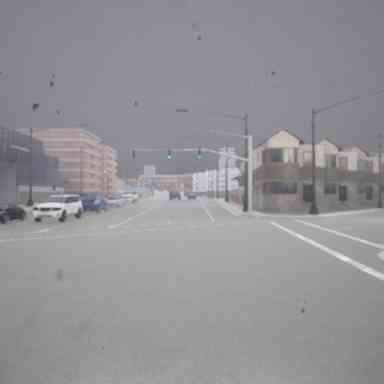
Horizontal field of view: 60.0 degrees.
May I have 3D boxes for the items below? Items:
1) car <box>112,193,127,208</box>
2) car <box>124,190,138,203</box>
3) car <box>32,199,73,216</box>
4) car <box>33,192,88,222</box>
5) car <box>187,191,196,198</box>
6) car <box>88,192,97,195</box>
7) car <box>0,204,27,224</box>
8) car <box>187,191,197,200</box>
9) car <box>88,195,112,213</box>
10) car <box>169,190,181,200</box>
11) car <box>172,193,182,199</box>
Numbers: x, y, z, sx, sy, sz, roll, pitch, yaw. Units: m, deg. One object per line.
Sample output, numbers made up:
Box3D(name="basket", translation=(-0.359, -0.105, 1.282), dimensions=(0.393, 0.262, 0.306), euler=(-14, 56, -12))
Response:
Box3D(name="car", translation=(-10.597, 1.329, 45.611), dimensions=(1.812, 1.442, 4.674), euler=(0, 1, 0))
Box3D(name="car", translation=(-10.547, 0.769, 56.327), dimensions=(2.150, 2.045, 5.566), euler=(0, 1, 0))
Box3D(name="car", translation=(-14.104, 1.531, 34.021), dimensions=(2.033, 1.411, 5.357), euler=(0, 1, 0))
Box3D(name="car", translation=(-10.603, 1.230, 26.789), dimensions=(2.150, 2.045, 5.566), euler=(0, 0, 1))
Box3D(name="car", translation=(-0.012, 0.659, 79.217), dimensions=(2.097, 1.767, 4.553), euler=(0, -1, 0))
Box3D(name="car", translation=(-14.098, 1.051, 44.199), dimensions=(2.150, 2.045, 5.566), euler=(0, 1, 0))
Box3D(name="car", translation=(-14.104, 1.572, 24.787), dimensions=(1.994, 1.385, 4.181), euler=(0, 0, 0))
Box3D(name="car", translation=(-0.010, 0.998, 69.258), dimensions=(1.895, 1.301, 4.718), euler=(0, 0, 0))
Box3D(name="car", translation=(-10.603, 1.432, 36.528), dimensions=(1.882, 1.535, 5.008), euler=(0, 1, 0))
Box3D(name="car", translation=(-3.510, 0.629, 68.545), dimensions=(2.150, 2.045, 5.566), euler=(0, 0, 0))
Box3D(name="car", translation=(-3.512, 0.996, 79.240), dimensions=(2.128, 1.511, 4.902), euler=(0, -1, 0))
